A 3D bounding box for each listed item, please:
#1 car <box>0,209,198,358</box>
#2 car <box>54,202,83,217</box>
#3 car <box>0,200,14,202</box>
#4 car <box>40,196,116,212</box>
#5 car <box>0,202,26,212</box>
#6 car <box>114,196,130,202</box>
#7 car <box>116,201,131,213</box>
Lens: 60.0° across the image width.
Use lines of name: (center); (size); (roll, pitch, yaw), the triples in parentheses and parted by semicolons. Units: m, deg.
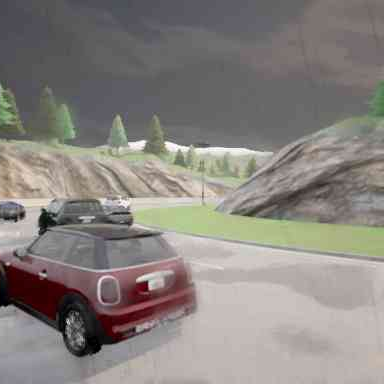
car: (-2.105, 1.392, 6.395); (4.553, 1.767, 2.097); (0, -1, 42)
car: (-12.703, 1.757, 34.413); (1.994, 1.385, 4.181); (0, 0, -9)
car: (-20.151, 1.648, 36.208); (1.882, 1.535, 5.008); (0, 0, -6)
car: (-5.844, 1.313, 16.005); (2.150, 2.045, 5.566); (0, 0, -34)
car: (-14.647, 1.728, 26.694); (1.895, 1.301, 4.718); (0, 0, -17)
car: (-9.618, 1.498, 43.719); (2.150, 2.045, 5.566); (0, 0, 4)
car: (-5.330, 1.631, 22.148); (2.128, 1.511, 4.902); (0, 0, -28)
